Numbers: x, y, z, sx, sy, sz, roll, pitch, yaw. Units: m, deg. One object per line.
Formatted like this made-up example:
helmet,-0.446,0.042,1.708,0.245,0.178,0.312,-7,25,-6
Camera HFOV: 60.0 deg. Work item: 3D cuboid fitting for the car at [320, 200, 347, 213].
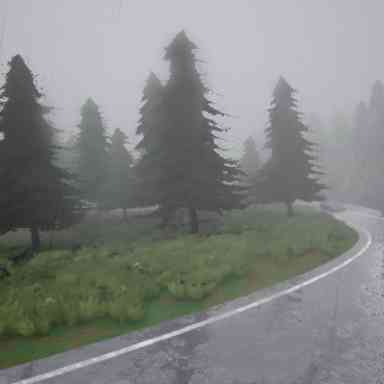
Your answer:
car,20.338,1.927,48.011,2.097,1.767,4.553,-5,7,-4

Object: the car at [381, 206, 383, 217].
car,20.085,1.737,32.845,1.837,1.490,4.892,-4,-2,18
